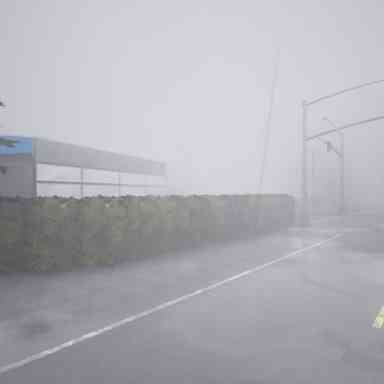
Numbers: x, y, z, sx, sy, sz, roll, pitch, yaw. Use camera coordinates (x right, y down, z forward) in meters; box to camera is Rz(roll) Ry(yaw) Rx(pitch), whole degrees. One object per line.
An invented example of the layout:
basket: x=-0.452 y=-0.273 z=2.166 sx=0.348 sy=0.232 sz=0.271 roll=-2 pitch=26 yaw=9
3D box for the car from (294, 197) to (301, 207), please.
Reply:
car: x=13.036 y=1.339 z=44.656 sx=2.007 sy=1.523 sz=4.514 roll=0 pitch=0 yaw=38

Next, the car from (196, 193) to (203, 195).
car: x=1.971 y=1.153 z=86.094 sx=2.152 sy=1.636 sz=5.027 roll=0 pitch=0 yaw=38

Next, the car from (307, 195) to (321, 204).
car: x=22.179 y=1.384 z=61.143 sx=1.970 sy=1.475 sz=3.806 roll=0 pitch=0 yaw=38

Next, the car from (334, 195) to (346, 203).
car: x=29.106 y=1.373 z=65.139 sx=1.845 sy=1.501 sz=3.633 roll=0 pitch=0 yaw=38

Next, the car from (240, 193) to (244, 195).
car: x=12.034 y=1.077 z=78.193 sx=1.905 sy=1.878 sz=3.866 roll=0 pitch=0 yaw=38

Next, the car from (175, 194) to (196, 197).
car: x=-1.875 y=1.298 z=66.108 sx=2.007 sy=1.523 sz=4.514 roll=0 pitch=0 yaw=38

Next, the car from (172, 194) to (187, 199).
car: x=-3.277 y=1.232 z=89.803 sx=1.970 sy=1.475 sz=3.806 roll=0 pitch=0 yaw=38
